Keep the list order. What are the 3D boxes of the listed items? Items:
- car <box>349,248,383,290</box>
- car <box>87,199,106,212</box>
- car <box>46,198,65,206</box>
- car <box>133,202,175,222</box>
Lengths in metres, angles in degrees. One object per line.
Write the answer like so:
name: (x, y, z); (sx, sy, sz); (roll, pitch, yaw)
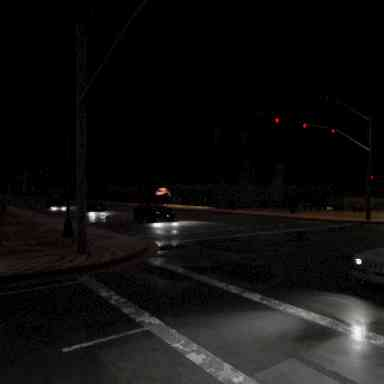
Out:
car: (5.817, 1.597, 7.883); (4.718, 1.301, 1.895); (0, 0, -34)
car: (-11.459, 1.558, 38.427); (1.994, 1.385, 4.181); (0, 0, -35)
car: (-21.933, 1.663, 53.344); (1.895, 1.301, 4.718); (0, 0, -35)
car: (-3.164, 1.520, 26.770); (1.812, 1.442, 4.674); (0, 0, -36)
